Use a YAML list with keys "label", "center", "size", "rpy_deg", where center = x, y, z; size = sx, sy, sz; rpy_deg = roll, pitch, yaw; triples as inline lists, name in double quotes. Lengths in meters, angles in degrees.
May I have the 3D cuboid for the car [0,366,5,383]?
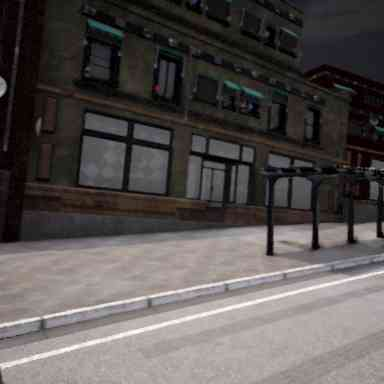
- label: "car"
  center: [-3.580, 1.493, 1.359]
  size: [4.892, 1.490, 1.837]
  rpy_deg: [0, 0, -35]
